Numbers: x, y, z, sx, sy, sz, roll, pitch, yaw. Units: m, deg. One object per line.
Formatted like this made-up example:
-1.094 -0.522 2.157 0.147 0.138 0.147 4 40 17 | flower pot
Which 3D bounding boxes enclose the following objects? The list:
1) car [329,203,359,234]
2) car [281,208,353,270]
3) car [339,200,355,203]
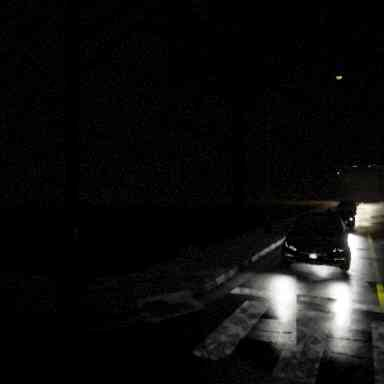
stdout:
9.384 1.629 21.177 1.895 1.301 4.718 0 0 27 | car
4.329 1.508 11.284 1.837 1.490 4.892 0 0 25 | car
15.475 1.558 33.179 1.837 1.490 4.892 0 1 27 | car
